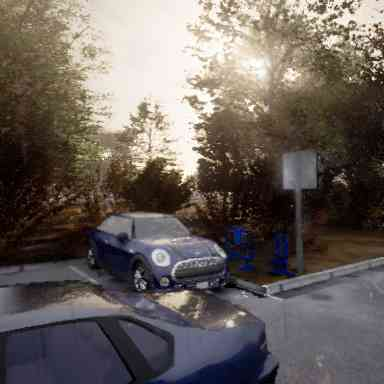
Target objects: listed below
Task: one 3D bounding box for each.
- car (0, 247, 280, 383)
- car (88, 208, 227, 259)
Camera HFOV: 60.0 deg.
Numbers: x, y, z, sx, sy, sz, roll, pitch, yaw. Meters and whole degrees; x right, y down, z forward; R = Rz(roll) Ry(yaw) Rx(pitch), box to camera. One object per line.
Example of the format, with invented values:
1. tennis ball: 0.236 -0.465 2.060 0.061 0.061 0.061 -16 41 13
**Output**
1. car: -1.680 1.547 2.485 5.357 1.411 2.033 0 0 -36
2. car: -1.075 1.354 8.756 2.185 1.767 4.553 1 -1 -36
